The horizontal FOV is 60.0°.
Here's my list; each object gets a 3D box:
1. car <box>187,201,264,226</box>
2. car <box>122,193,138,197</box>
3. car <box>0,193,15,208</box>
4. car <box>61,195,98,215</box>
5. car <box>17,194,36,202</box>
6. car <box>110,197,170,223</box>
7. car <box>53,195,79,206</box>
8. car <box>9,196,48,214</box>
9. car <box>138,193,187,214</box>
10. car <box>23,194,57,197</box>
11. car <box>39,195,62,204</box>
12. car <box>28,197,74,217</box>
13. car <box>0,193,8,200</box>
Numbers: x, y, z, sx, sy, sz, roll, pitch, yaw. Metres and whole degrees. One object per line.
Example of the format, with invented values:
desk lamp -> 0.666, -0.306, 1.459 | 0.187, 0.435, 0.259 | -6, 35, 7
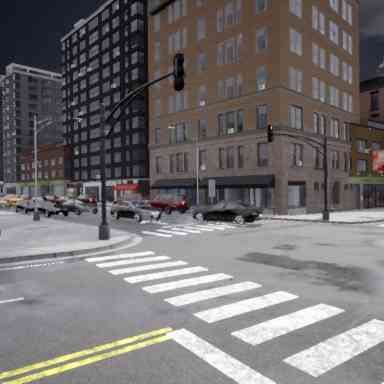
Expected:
car -> 2.393, 1.353, 22.687 | 5.008, 1.535, 1.882 | 0, 2, 35
car -> -6.309, 1.043, 35.113 | 2.192, 1.841, 5.009 | 0, 1, -44
car -> -23.810, 1.247, 40.902 | 1.752, 1.417, 4.829 | 0, 1, -44
car -> -10.622, 1.335, 31.263 | 1.812, 1.442, 4.674 | -1, 1, -44
car -> -29.328, 1.043, 58.825 | 1.802, 1.307, 4.206 | 0, 1, -44
car -> -4.206, 1.371, 24.657 | 2.128, 1.511, 4.902 | -1, 1, -44
car -> -17.820, 1.180, 46.970 | 1.802, 1.307, 4.206 | 0, 1, -44
car -> -16.258, 1.374, 33.124 | 1.947, 1.339, 4.313 | 0, 1, -44
car -> -2.473, 1.085, 31.161 | 2.192, 1.841, 5.009 | 0, 1, -44
car -> -17.548, 1.257, 38.411 | 1.812, 1.442, 4.674 | -1, 1, -44
car -> -21.656, 1.135, 50.922 | 1.802, 1.307, 4.206 | 0, 1, -44
car -> -12.422, 1.417, 29.173 | 1.947, 1.339, 4.313 | 0, 1, -44
car -> -40.838, 0.884, 70.680 | 1.947, 1.339, 4.313 | 0, 1, -44
